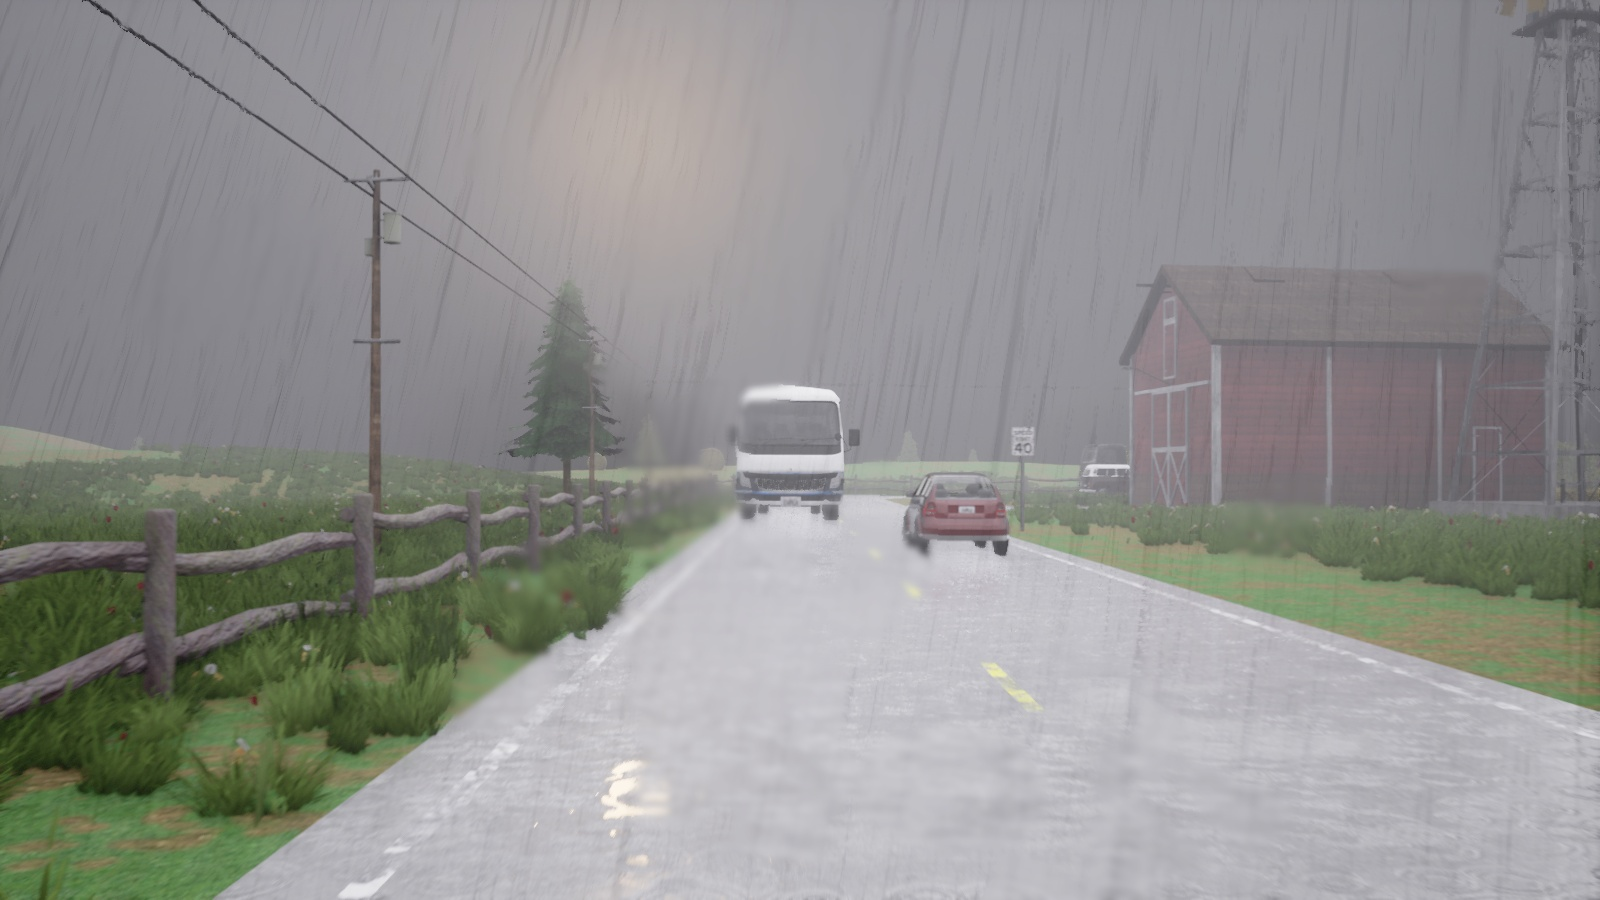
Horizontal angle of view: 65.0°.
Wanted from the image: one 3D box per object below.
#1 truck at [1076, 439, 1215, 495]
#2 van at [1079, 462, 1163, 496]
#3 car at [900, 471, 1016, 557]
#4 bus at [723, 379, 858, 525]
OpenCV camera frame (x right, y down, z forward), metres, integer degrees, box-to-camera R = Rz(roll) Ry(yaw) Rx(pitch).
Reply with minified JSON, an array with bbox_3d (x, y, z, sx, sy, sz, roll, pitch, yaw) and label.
[{"bbox_3d":[21.868,1.079,79.712,7.936,3.462,2.891,0,-1,-6],"label":"truck"},{"bbox_3d":[19.439,1.736,76.231,4.480,2.038,2.069,0,-1,-6],"label":"van"},{"bbox_3d":[3.029,1.196,24.782,1.789,1.549,3.705,0,-1,0],"label":"car"},{"bbox_3d":[-0.303,0.142,41.957,3.944,4.253,10.273,0,-1,0],"label":"bus"}]
